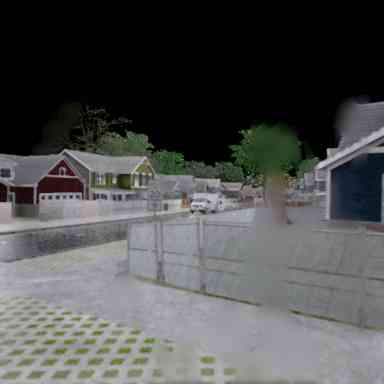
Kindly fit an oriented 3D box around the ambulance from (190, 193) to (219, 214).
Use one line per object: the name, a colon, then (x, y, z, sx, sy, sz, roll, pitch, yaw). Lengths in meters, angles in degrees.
ambulance: (1.605, 1.430, 41.946, 2.351, 2.431, 6.366, 1, 0, 19)
